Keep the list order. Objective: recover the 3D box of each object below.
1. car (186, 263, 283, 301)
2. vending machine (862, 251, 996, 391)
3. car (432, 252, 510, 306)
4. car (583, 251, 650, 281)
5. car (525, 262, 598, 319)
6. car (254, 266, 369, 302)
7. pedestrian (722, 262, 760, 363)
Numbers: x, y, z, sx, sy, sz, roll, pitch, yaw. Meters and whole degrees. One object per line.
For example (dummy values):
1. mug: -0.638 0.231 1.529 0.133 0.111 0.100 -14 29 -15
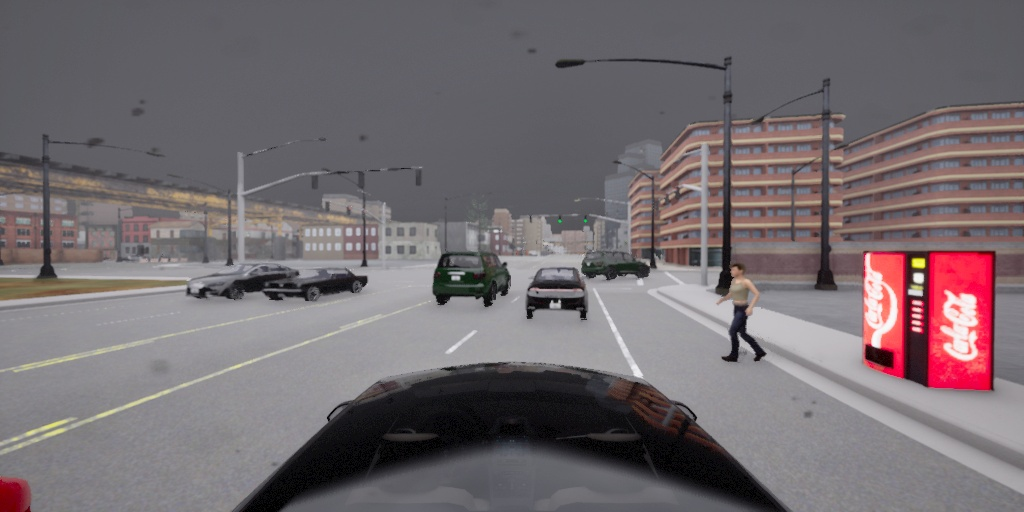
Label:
1. car: -12.069 1.087 16.552 2.128 1.511 4.902 0 0 10
2. vending machine: 6.176 0.905 5.423 1.100 2.100 0.880 0 0 9
3. car: -1.514 0.830 15.149 2.150 2.045 5.566 0 1 9
4. car: 7.801 0.685 26.893 5.566 2.045 2.150 0 -1 -30
5. car: 1.576 1.130 12.246 2.128 1.511 4.902 0 1 9
6. car: -8.589 1.200 16.121 1.895 1.301 4.718 0 1 10
7. pedestrian: 4.155 0.992 6.517 0.375 1.860 0.375 0 1 10
